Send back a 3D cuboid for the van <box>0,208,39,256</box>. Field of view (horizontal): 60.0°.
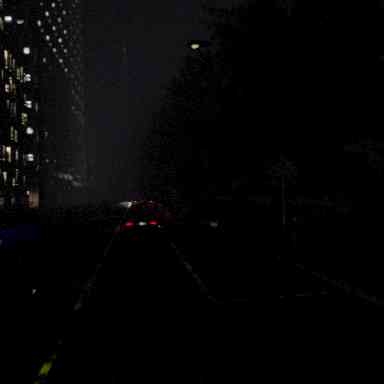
[{"bbox_3d":[-7.668,1.594,13.740,1.690,1.788,3.998,-2,0,-10],"label":"van"}]

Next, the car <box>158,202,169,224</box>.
[{"bbox_3d":[-1.437,1.679,25.911,1.802,1.307,4.206,-2,0,-10],"label":"car"}]

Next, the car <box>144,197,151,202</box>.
[{"bbox_3d":[-12.471,2.106,92.764,1.752,1.417,4.829,-2,0,-9],"label":"car"}]

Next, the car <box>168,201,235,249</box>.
[{"bbox_3d":[0.431,1.335,14.818,2.192,1.841,5.009,-2,0,-10],"label":"car"}]

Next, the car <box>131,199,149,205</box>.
[{"bbox_3d":[-6.912,1.895,42.557,1.895,1.301,4.718,-2,0,-9],"label":"car"}]

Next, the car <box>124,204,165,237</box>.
[{"bbox_3d":[-2.941,1.674,19.216,2.033,1.411,5.357,-2,0,-9],"label":"car"}]

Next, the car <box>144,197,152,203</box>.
[{"bbox_3d":[-11.586,2.085,87.021,1.887,1.381,4.507,-2,0,-9],"label":"car"}]

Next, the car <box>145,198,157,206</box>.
[{"bbox_3d":[-8.001,1.930,64.746,2.008,1.369,4.403,-2,0,-9],"label":"car"}]

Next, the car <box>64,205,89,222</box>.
[{"bbox_3d":[-10.477,1.922,30.386,2.008,1.369,4.403,-2,0,-10],"label":"car"}]

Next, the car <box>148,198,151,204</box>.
[{"bbox_3d":[-5.020,1.731,48.913,1.882,1.535,5.008,-2,0,-10],"label":"car"}]

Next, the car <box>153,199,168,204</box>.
[{"bbox_3d":[-2.405,1.664,31.625,1.752,1.417,4.829,-2,0,-10],"label":"car"}]

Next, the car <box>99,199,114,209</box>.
[{"bbox_3d":[-15.170,2.138,58.128,1.947,1.339,4.313,-2,0,-10],"label":"car"}]

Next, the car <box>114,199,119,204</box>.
[{"bbox_3d":[-18.661,2.274,80.351,1.887,1.381,4.507,-2,0,-9],"label":"car"}]

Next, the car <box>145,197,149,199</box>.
[{"bbox_3d":[-7.067,1.883,59.191,1.887,1.381,4.507,-2,0,-10],"label":"car"}]

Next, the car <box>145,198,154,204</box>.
[{"bbox_3d":[-9.825,2.004,75.878,1.887,1.381,4.507,-2,0,-9],"label":"car"}]

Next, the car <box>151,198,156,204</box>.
[{"bbox_3d":[-3.846,1.707,42.012,1.837,1.490,4.892,-2,0,-10],"label":"car"}]
